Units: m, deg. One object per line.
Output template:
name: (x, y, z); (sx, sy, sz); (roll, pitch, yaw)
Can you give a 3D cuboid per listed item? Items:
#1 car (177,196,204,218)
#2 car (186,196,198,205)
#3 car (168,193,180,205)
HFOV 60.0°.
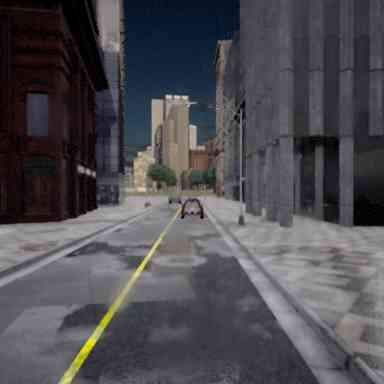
car: (0.047, 1.406, 29.496); (2.033, 1.649, 4.856); (0, 0, 0)
car: (-0.004, 1.456, 57.934); (2.128, 1.511, 4.902); (0, 0, 0)
car: (-3.044, 1.186, 59.502); (2.150, 2.045, 5.566); (0, 0, 1)
